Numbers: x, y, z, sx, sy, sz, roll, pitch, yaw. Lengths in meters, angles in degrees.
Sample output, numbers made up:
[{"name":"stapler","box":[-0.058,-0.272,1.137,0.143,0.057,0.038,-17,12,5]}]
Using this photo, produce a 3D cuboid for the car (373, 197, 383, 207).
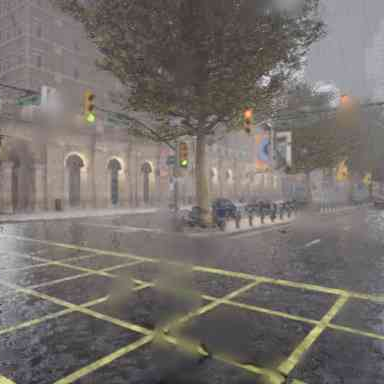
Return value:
[{"name":"car","box":[27.766,1.471,48.510,1.837,1.490,4.892,0,0,36]}]

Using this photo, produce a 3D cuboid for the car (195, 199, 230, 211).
[{"name":"car","box":[2.484,1.466,38.889,1.895,1.301,4.718,0,0,36]}]

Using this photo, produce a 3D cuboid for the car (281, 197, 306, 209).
[{"name":"car","box":[12.789,1.419,41.774,1.837,1.490,4.892,0,0,36]}]

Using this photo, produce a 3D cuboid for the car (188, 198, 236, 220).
[{"name":"car","box":[1.674,1.265,26.419,2.097,1.767,4.553,0,0,36]}]

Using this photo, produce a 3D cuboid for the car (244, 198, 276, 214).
[{"name":"car","box":[6.966,1.418,33.735,1.837,1.490,4.892,0,0,36]}]
